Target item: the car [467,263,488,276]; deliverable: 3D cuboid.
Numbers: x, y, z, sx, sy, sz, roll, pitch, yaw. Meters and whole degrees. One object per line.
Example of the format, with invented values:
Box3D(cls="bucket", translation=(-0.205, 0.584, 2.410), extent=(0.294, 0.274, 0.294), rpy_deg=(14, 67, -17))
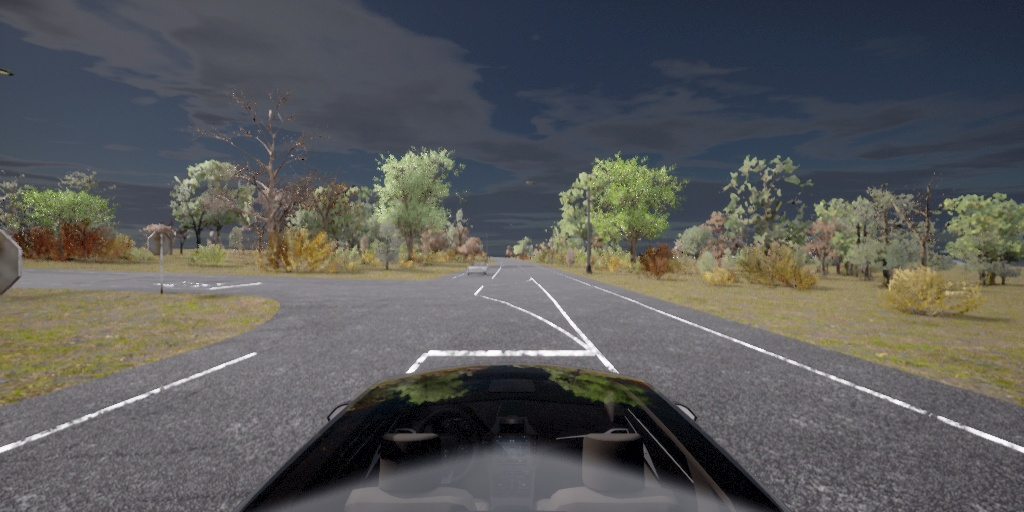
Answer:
Box3D(cls="car", translation=(-3.486, 1.337, 36.881), extent=(1.895, 1.301, 4.718), rpy_deg=(0, 0, 0))
